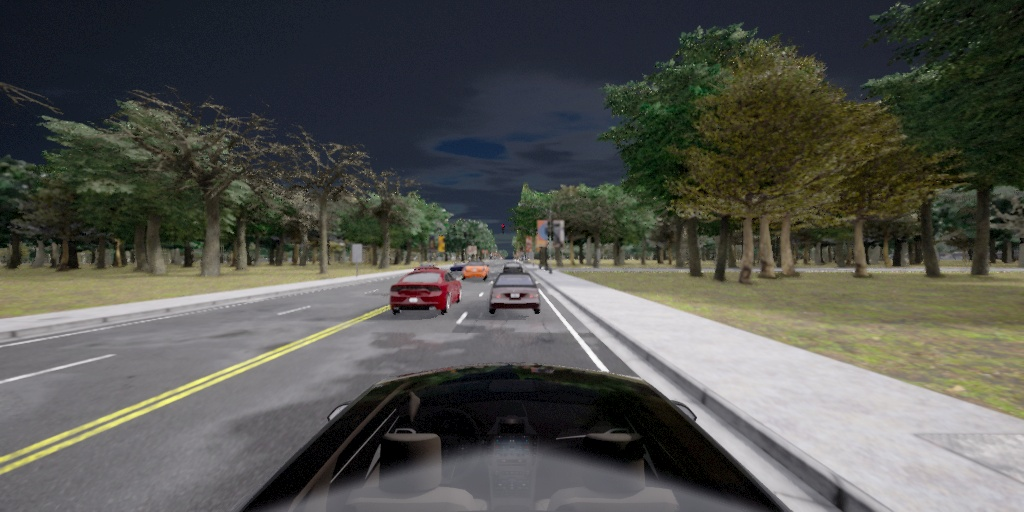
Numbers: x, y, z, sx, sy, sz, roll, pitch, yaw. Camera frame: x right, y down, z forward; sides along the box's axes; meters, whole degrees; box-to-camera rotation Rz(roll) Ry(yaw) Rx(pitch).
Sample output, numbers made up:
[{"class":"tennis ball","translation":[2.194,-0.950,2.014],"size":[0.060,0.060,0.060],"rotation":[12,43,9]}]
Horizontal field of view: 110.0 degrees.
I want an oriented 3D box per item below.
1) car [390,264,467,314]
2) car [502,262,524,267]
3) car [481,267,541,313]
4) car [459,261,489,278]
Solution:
[{"class":"car","translation":[-3.140,1.262,13.925],"size":[1.882,1.535,5.008],"rotation":[0,0,0]},{"class":"car","translation":[0.080,1.323,33.991],"size":[1.882,1.535,5.008],"rotation":[0,0,0]},{"class":"car","translation":[0.097,1.332,14.113],"size":[2.033,1.411,5.357],"rotation":[0,0,0]},{"class":"car","translation":[-3.155,1.192,32.266],"size":[2.097,1.767,4.553],"rotation":[0,0,0]}]
